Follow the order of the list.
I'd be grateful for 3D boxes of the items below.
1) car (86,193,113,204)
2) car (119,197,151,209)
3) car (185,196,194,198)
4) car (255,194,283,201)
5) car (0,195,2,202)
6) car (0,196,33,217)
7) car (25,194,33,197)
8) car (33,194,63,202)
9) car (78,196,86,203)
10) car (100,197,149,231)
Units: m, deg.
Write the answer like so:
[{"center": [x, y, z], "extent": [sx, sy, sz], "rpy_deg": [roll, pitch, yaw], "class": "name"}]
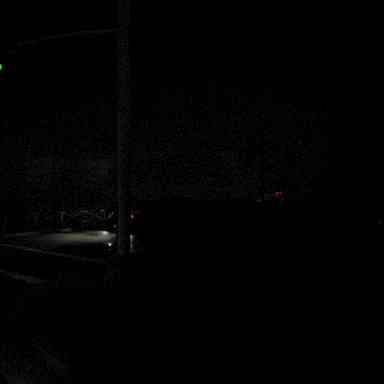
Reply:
[{"center": [-15.843, 1.091, 58.987], "extent": [1.932, 1.855, 4.605], "rpy_deg": [0, 0, 35], "class": "car"}, {"center": [-7.473, 1.380, 43.804], "extent": [1.970, 1.475, 3.806], "rpy_deg": [0, 0, 35], "class": "car"}, {"center": [-0.753, 1.370, 48.140], "extent": [1.845, 1.501, 3.633], "rpy_deg": [0, 0, 35], "class": "car"}, {"center": [8.450, 1.219, 37.024], "extent": [2.150, 2.045, 5.566], "rpy_deg": [0, 0, 35], "class": "car"}, {"center": [-41.384, 1.288, 67.525], "extent": [2.007, 1.523, 4.514], "rpy_deg": [0, 0, 35], "class": "car"}, {"center": [-15.785, 1.336, 26.883], "extent": [2.007, 1.523, 4.514], "rpy_deg": [0, 0, 35], "class": "car"}, {"center": [-34.322, 1.223, 71.163], "extent": [1.970, 1.475, 3.806], "rpy_deg": [0, 0, 35], "class": "car"}, {"center": [-28.897, 1.145, 67.720], "extent": [2.152, 1.636, 5.027], "rpy_deg": [0, 0, 35], "class": "car"}, {"center": [-18.453, 1.070, 60.329], "extent": [1.905, 1.878, 3.866], "rpy_deg": [0, 0, 35], "class": "car"}, {"center": [-3.021, 1.350, 20.539], "extent": [2.097, 1.767, 4.553], "rpy_deg": [0, 0, 35], "class": "car"}]
